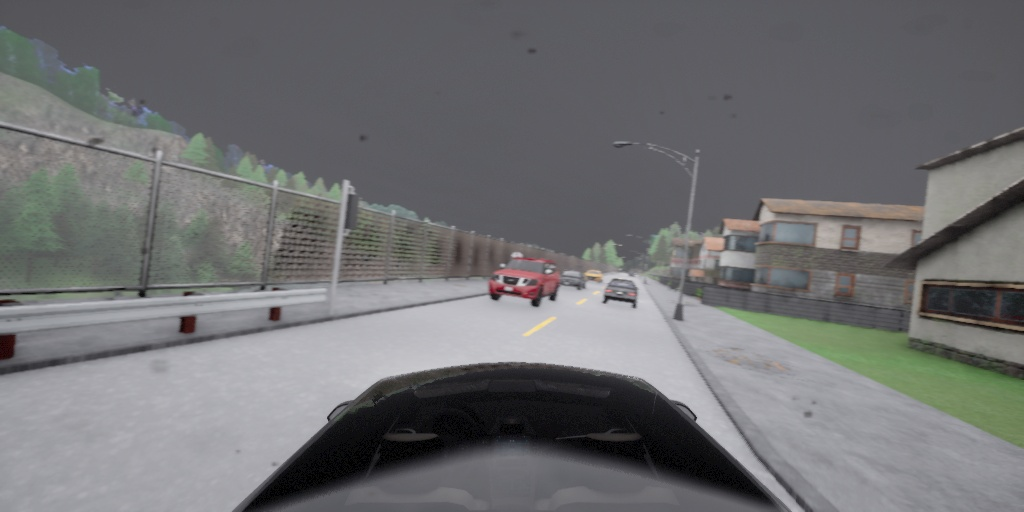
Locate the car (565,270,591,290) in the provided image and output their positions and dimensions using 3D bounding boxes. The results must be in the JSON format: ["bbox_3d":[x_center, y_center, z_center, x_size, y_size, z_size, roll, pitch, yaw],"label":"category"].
[{"bbox_3d":[4.932,1.899,29.319,1.812,1.442,4.674,7,0,19],"label":"car"}]

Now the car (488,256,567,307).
[{"bbox_3d":[0.796,1.084,17.016,2.150,2.045,5.566,7,0,19],"label":"car"}]

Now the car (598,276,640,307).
[{"bbox_3d":[6.508,2.099,21.310,2.033,1.411,5.357,7,0,19],"label":"car"}]

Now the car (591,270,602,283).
[{"bbox_3d":[10.120,2.489,44.430,1.882,1.535,5.008,7,0,19],"label":"car"}]
